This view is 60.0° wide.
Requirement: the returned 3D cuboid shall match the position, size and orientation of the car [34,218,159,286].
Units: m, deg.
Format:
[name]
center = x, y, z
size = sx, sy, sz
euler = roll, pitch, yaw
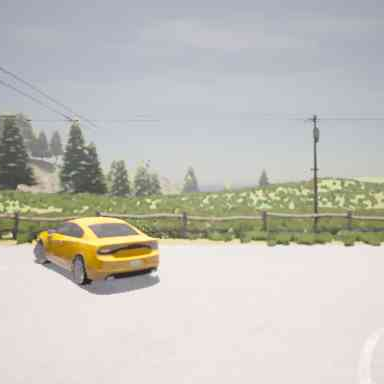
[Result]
[car]
center = -2.932, 1.480, 9.666
size = 1.882, 1.535, 5.008
euler = 1, 0, -41
